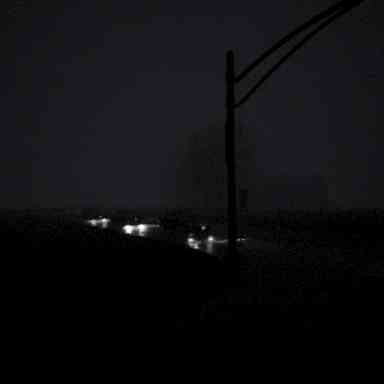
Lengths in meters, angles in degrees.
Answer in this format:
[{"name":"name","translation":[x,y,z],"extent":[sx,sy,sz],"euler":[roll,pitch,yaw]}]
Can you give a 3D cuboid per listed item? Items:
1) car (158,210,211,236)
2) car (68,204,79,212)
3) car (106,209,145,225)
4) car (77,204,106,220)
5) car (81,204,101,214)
[{"name":"car","translation":[-0.618,2.020,22.684],"extent":[2.128,1.511,4.902],"euler":[-1,-1,-33]},{"name":"car","translation":[-21.917,2.902,62.240],"extent":[2.128,1.511,4.902],"euler":[-1,-1,-33]},{"name":"car","translation":[-6.070,2.295,31.057],"extent":[1.994,1.385,4.181],"euler":[-1,-1,-34]},{"name":"car","translation":[-11.817,2.494,39.928],"extent":[2.033,1.411,5.357],"euler":[-1,-1,-33]},{"name":"car","translation":[-16.267,2.702,53.538],"extent":[1.837,1.490,4.892],"euler":[-1,-1,-33]}]
